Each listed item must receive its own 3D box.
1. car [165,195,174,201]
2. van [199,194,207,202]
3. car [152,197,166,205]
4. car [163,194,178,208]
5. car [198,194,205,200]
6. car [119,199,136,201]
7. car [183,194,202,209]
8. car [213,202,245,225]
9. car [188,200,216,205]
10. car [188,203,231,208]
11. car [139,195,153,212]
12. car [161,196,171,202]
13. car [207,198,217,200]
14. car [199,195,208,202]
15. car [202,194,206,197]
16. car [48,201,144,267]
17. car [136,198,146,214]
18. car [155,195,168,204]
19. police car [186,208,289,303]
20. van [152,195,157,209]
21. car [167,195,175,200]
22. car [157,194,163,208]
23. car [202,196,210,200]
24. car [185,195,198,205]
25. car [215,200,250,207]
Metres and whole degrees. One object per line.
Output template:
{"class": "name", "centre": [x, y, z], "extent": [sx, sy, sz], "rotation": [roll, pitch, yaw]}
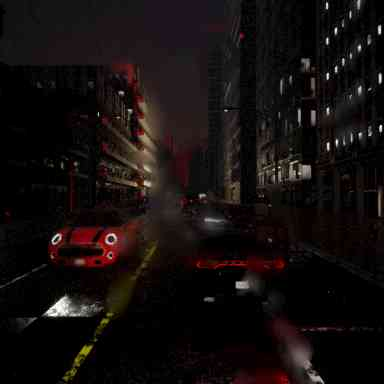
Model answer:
{"class": "car", "centre": [-5.788, 1.540, 85.692], "extent": [1.752, 1.417, 4.829], "rotation": [1, 0, 0]}
{"class": "van", "centre": [2.572, 1.356, 80.417], "extent": [1.690, 1.788, 3.998], "rotation": [1, 0, 0]}
{"class": "car", "centre": [-5.774, 1.565, 58.129], "extent": [2.008, 1.369, 4.403], "rotation": [1, 0, 0]}
{"class": "car", "centre": [-3.084, 1.504, 49.257], "extent": [2.128, 1.511, 4.902], "rotation": [0, 0, 0]}
{"class": "car", "centre": [2.551, 1.454, 91.513], "extent": [1.967, 1.590, 4.097], "rotation": [1, 0, 0]}
{"class": "car", "centre": [-5.716, 1.449, 24.848], "extent": [1.967, 1.590, 4.097], "rotation": [1, 0, 0]}
{"class": "car", "centre": [-0.064, 1.234, 45.515], "extent": [2.150, 2.045, 5.566], "rotation": [0, 0, 0]}
{"class": "car", "centre": [2.662, 1.554, 24.937], "extent": [1.887, 1.381, 4.507], "rotation": [1, 0, 0]}
{"class": "car", "centre": [0.807, 1.535, 24.315], "extent": [1.812, 1.442, 4.674], "rotation": [0, 0, 0]}
{"class": "car", "centre": [0.848, 1.533, 18.317], "extent": [1.812, 1.442, 4.674], "rotation": [0, 0, 0]}
{"class": "car", "centre": [-5.734, 1.451, 35.943], "extent": [1.967, 1.590, 4.097], "rotation": [1, 0, 0]}
{"class": "car", "centre": [-5.812, 1.540, 74.599], "extent": [1.752, 1.417, 4.829], "rotation": [1, 0, 0]}
{"class": "car", "centre": [2.652, 1.555, 30.486], "extent": [1.887, 1.381, 4.507], "rotation": [1, 0, 0]}
{"class": "car", "centre": [2.579, 1.455, 74.869], "extent": [1.967, 1.590, 4.097], "rotation": [1, 0, 0]}
{"class": "car", "centre": [2.615, 1.538, 52.847], "extent": [1.752, 1.417, 4.829], "rotation": [1, 0, 0]}
{"class": "car", "centre": [-3.120, 1.356, 11.469], "extent": [2.097, 1.767, 4.553], "rotation": [0, 0, 0]}
{"class": "car", "centre": [-5.728, 1.555, 30.396], "extent": [1.887, 1.381, 4.507], "rotation": [1, 0, 0]}
{"class": "car", "centre": [-5.782, 1.455, 63.676], "extent": [1.967, 1.590, 4.097], "rotation": [1, 0, 0]}
{"class": "police car", "centre": [0.885, 1.428, 8.425], "extent": [1.930, 1.638, 5.238], "rotation": [0, 0, 0]}
{"class": "van", "centre": [-5.742, 1.353, 41.489], "extent": [1.690, 1.788, 3.998], "rotation": [1, 0, 0]}
{"class": "car", "centre": [-5.798, 1.596, 91.408], "extent": [1.802, 1.307, 4.206], "rotation": [1, 0, 0]}
{"class": "car", "centre": [-5.751, 1.327, 47.036], "extent": [2.192, 1.841, 5.009], "rotation": [1, 0, 0]}
{"class": "car", "centre": [2.634, 1.562, 41.581], "extent": [2.008, 1.369, 4.403], "rotation": [1, 0, 0]}
{"class": "car", "centre": [-0.100, 1.366, 58.893], "extent": [2.097, 1.767, 4.553], "rotation": [0, 0, 0]}
{"class": "car", "centre": [2.673, 1.448, 19.389], "extent": [1.967, 1.590, 4.097], "rotation": [1, 0, 0]}
